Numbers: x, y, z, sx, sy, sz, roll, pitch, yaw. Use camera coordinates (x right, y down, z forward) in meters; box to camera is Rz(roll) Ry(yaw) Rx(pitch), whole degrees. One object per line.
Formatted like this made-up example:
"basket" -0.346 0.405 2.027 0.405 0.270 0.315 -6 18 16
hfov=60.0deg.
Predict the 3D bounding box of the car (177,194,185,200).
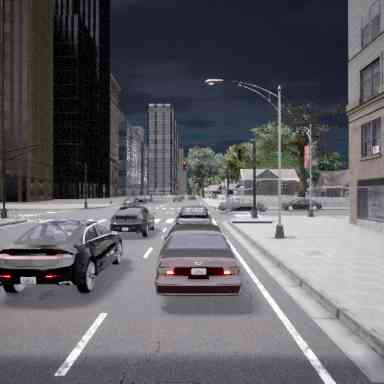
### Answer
"car" -3.215 1.357 93.903 2.097 1.767 4.553 0 0 0

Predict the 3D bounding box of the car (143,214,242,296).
"car" 0.094 1.545 8.768 2.033 1.411 5.357 0 0 -1

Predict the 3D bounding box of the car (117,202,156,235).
"car" -3.143 1.504 18.099 1.837 1.490 4.892 0 0 0

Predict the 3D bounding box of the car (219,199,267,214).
"car" 5.171 1.473 34.079 4.902 1.511 2.128 0 -1 0

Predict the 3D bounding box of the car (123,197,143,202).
"car" -9.806 1.487 53.781 2.128 1.511 4.902 0 0 1

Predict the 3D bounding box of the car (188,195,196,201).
"car" 0.032 1.496 84.112 1.837 1.490 4.892 0 0 0

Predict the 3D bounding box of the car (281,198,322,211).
"car" 13.298 1.554 40.720 4.892 1.490 1.837 0 -1 0

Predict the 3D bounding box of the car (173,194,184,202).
"car" -3.215 1.518 72.635 1.812 1.442 4.674 0 0 0

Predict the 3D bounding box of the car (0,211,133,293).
"car" -3.148 1.492 8.839 2.128 1.511 4.902 0 0 0

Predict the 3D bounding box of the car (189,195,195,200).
"car" 0.035 1.527 94.348 1.812 1.442 4.674 0 0 0

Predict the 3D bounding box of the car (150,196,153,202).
"car" -9.723 1.518 73.212 1.812 1.442 4.674 0 0 0

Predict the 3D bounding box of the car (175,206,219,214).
"car" 0.105 1.491 17.821 2.128 1.511 4.902 0 0 0

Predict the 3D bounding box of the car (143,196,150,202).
"car" -9.769 1.596 63.100 1.895 1.301 4.718 0 0 1
